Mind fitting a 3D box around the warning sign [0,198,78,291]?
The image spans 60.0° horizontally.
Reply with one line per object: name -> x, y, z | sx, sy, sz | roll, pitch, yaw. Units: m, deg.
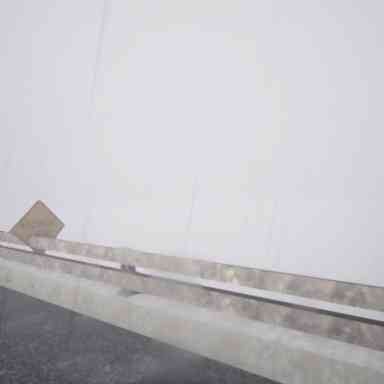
warning sign -> -3.530, 1.100, 7.681 | 1.060, 1.860, 1.300 | -1, 0, 36
